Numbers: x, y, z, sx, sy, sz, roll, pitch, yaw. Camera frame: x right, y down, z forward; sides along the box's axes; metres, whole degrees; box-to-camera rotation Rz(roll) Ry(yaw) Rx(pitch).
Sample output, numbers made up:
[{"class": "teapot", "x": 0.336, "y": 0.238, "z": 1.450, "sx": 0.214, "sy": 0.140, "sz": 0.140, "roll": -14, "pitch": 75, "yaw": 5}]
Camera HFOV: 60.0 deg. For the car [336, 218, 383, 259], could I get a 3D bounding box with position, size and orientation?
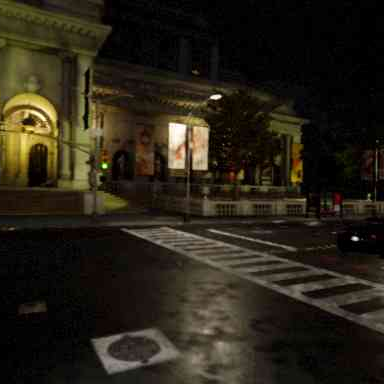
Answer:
[{"class": "car", "x": 7.677, "y": 1.711, "z": 13.044, "sx": 4.181, "sy": 1.385, "sz": 1.994, "roll": 1, "pitch": 0, "yaw": -29}]
